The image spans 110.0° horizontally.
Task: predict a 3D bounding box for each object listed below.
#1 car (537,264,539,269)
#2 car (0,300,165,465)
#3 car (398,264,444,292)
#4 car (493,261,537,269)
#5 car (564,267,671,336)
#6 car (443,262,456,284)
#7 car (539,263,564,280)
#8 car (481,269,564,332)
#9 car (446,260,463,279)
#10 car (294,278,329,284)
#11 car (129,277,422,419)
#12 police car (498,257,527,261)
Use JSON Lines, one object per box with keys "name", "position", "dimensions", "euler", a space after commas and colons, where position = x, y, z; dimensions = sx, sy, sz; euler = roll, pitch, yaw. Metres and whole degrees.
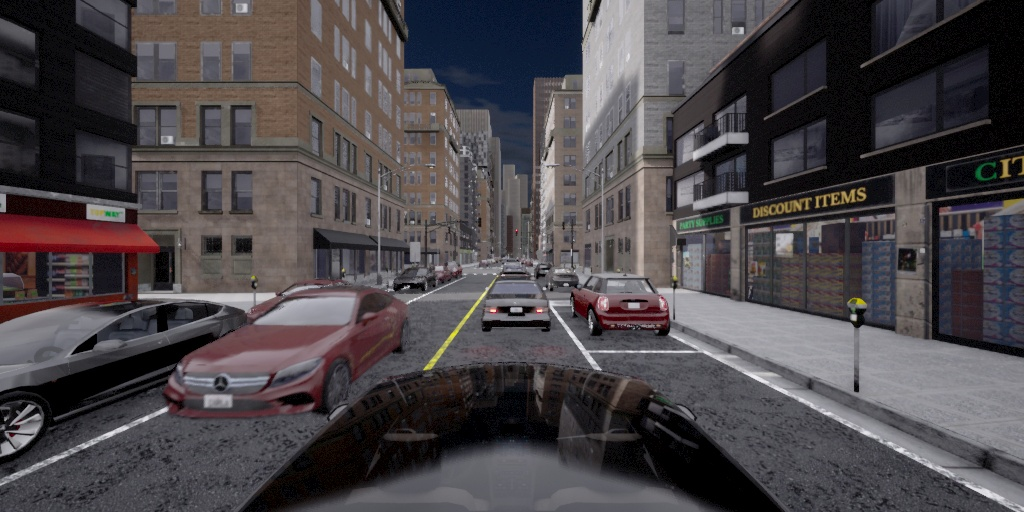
{"name": "car", "position": [2.935, 1.319, 32.376], "dimensions": [1.948, 1.339, 4.313], "euler": [0, 0, 0]}
{"name": "car", "position": [-5.664, 1.315, 4.892], "dimensions": [1.948, 1.339, 4.313], "euler": [0, 0, 0]}
{"name": "car", "position": [-5.620, 1.316, 21.396], "dimensions": [1.948, 1.339, 4.313], "euler": [0, 0, 0]}
{"name": "car", "position": [0.148, 1.242, 21.367], "dimensions": [2.128, 1.511, 4.902], "euler": [0, 0, 0]}
{"name": "car", "position": [2.877, 1.189, 10.371], "dimensions": [1.967, 1.591, 4.097], "euler": [0, 0, 0]}
{"name": "car", "position": [-5.605, 1.333, 26.897], "dimensions": [1.802, 1.307, 4.207], "euler": [0, 0, 0]}
{"name": "car", "position": [2.906, 1.301, 21.373], "dimensions": [2.007, 1.370, 4.403], "euler": [0, 0, 0]}
{"name": "car", "position": [0.118, 1.297, 10.844], "dimensions": [2.033, 1.411, 5.357], "euler": [0, 0, 0]}
{"name": "car", "position": [-5.590, 1.192, 32.399], "dimensions": [1.967, 1.591, 4.097], "euler": [0, 0, 0]}
{"name": "car", "position": [-5.649, 1.331, 10.394], "dimensions": [1.802, 1.307, 4.207], "euler": [0, 0, 0]}
{"name": "car", "position": [-3.092, 1.275, 6.113], "dimensions": [1.812, 1.442, 4.674], "euler": [0, 0, 0]}
{"name": "police car", "position": [0.074, 1.178, 31.386], "dimensions": [1.930, 1.638, 5.238], "euler": [0, 0, 0]}
